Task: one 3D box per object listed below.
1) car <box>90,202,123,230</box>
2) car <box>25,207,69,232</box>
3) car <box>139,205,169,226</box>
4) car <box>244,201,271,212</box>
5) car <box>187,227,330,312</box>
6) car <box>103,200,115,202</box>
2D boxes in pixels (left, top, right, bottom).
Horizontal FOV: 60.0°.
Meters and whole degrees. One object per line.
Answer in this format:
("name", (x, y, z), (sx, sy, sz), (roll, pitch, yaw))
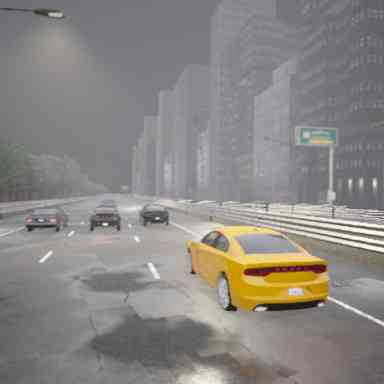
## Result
("car", (-5.739, 1.675, 22.233), (1.837, 1.490, 4.892), (1, 0, -13))
("car", (-9.087, 1.668, 21.186), (2.033, 1.411, 5.357), (1, -1, -13))
("car", (-2.998, 1.716, 25.849), (1.882, 1.535, 5.008), (1, -1, -13))
("car", (9.913, 2.153, 50.703), (2.097, 1.767, 4.553), (1, 0, -31))
("car", (1.199, 1.576, 8.108), (1.882, 1.535, 5.008), (1, -1, -13))
("car", (-9.254, 1.644, 37.090), (2.097, 1.767, 4.553), (1, -1, -13))
